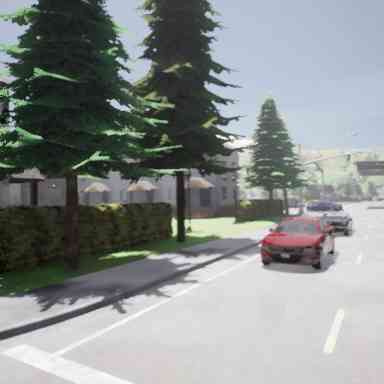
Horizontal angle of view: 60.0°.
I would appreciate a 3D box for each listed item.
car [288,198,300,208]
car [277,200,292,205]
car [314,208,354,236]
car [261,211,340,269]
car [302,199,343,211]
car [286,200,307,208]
[{"bbox_3d":[19.250,2.206,65.762,3.866,1.878,1.905,-2,-1,29],"label":"car"},{"bbox_3d":[25.616,2.910,91.685,3.633,1.501,1.845,-2,-1,29],"label":"car"},{"bbox_3d":[9.001,1.920,20.968,1.895,1.301,4.718,-2,-1,30],"label":"car"},{"bbox_3d":[4.050,1.690,12.270,1.882,1.535,5.008,-2,-1,30],"label":"car"},{"bbox_3d":[17.648,2.031,44.454,1.812,1.442,4.674,1,-2,-45],"label":"car"},{"bbox_3d":[21.412,2.510,68.358,3.806,1.475,1.970,-2,-1,29],"label":"car"}]
